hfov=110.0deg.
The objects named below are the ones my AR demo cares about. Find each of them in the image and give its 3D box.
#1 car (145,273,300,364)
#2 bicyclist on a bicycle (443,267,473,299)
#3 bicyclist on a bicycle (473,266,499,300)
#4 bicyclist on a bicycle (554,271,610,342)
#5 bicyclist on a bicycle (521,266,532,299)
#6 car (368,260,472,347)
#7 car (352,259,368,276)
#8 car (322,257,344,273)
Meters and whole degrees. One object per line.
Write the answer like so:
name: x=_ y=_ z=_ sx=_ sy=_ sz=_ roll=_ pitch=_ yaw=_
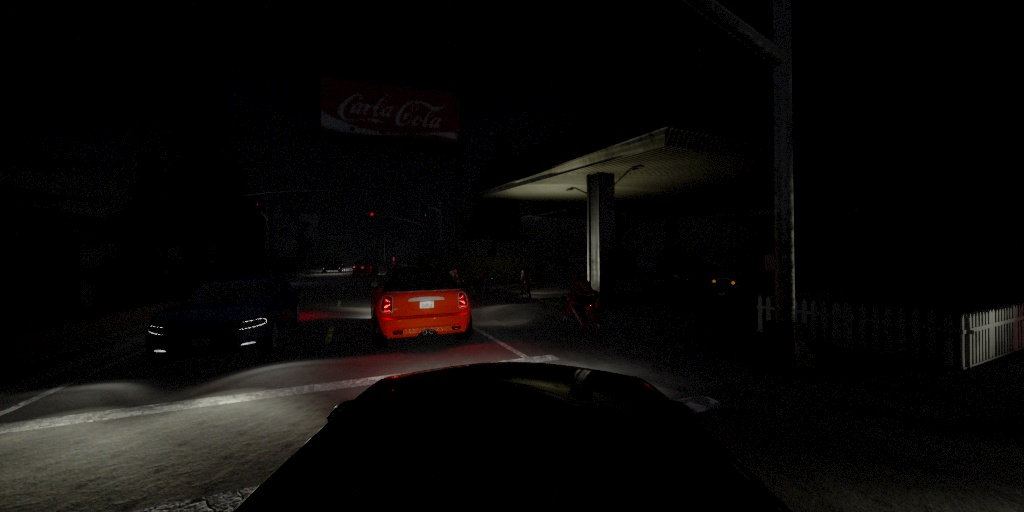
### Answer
car: x=-6.294 y=1.204 z=8.383 sx=1.882 sy=1.535 sz=5.008 roll=0 pitch=0 yaw=-24
bicyclist on a bicycle: x=-2.701 y=1.304 z=16.397 sx=1.656 sy=1.620 sz=0.582 roll=1 pitch=0 yaw=37
bicyclist on a bicycle: x=-1.400 y=1.331 z=17.785 sx=1.656 sy=1.620 sz=0.582 roll=0 pitch=0 yaw=-21
bicyclist on a bicycle: x=1.666 y=1.196 z=8.705 sx=0.582 sy=1.620 sz=1.656 roll=3 pitch=-2 yaw=-43
bicyclist on a bicycle: x=0.709 y=1.322 z=17.910 sx=0.582 sy=1.620 sz=1.656 roll=-1 pitch=0 yaw=16
car: x=-2.586 y=1.048 z=9.470 sx=2.097 sy=1.767 sz=4.553 roll=0 pitch=0 yaw=-22
car: x=-15.849 y=1.197 z=38.634 sx=2.097 sy=1.767 sz=4.553 roll=-1 pitch=0 yaw=-16
car: x=-23.929 y=1.146 z=47.732 sx=2.150 sy=2.045 sz=5.566 roll=0 pitch=0 yaw=-25
